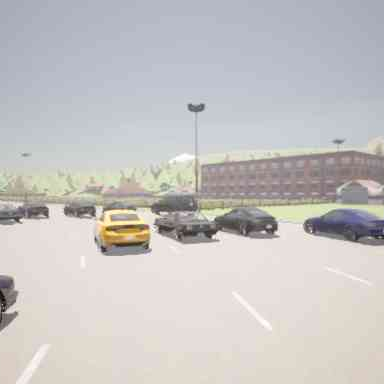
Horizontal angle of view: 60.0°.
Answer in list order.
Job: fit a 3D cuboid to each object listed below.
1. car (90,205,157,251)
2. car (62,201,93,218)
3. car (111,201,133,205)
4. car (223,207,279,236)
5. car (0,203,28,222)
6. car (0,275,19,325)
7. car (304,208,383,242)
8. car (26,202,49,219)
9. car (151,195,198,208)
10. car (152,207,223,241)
[{"bbox_3d":[-3.185,1.540,14.578,1.882,1.535,5.008,0,0,-21],"label":"car"},{"bbox_3d":[-11.000,1.664,32.365,1.837,1.490,4.892,0,0,-41],"label":"car"},{"bbox_3d":[-7.288,1.668,33.615,1.812,1.442,4.674,0,0,-42],"label":"car"},{"bbox_3d":[2.920,1.566,18.586,1.812,1.442,4.674,0,0,-23],"label":"car"},{"bbox_3d":[-15.418,1.715,26.985,2.033,1.411,5.357,0,0,-42],"label":"car"},{"bbox_3d":[-3.846,1.580,3.565,2.033,1.411,5.357,0,0,-6],"label":"car"},{"bbox_3d":[7.537,1.533,16.399,1.812,1.442,4.674,0,0,-19],"label":"car"},{"bbox_3d":[-15.257,1.687,31.888,1.837,1.490,4.892,0,0,-42],"label":"car"},{"bbox_3d":[-1.773,1.330,32.727,2.150,2.045,5.566,0,0,-40],"label":"car"},{"bbox_3d":[-0.480,1.656,17.230,1.895,1.301,4.718,0,0,-23],"label":"car"}]
